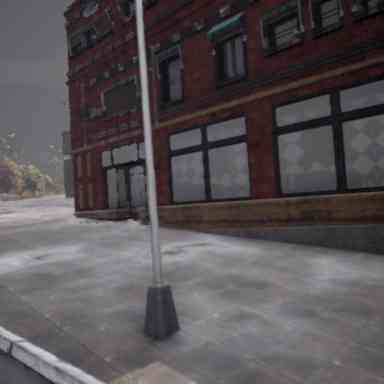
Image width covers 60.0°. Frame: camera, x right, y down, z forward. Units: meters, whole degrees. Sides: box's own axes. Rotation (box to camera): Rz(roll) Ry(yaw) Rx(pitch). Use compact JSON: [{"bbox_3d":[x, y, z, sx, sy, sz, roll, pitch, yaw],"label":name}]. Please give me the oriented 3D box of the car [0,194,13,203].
[{"bbox_3d":[-32.318,1.045,56.003,2.128,1.511,4.902,-5,2,3],"label":"car"}]
